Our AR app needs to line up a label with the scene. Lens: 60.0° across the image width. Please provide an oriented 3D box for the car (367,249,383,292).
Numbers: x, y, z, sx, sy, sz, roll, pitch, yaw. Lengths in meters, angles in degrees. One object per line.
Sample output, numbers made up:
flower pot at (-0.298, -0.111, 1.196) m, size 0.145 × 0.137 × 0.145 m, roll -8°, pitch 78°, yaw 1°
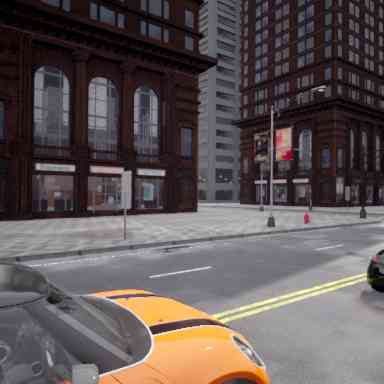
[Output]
car at (5.916, 1.576, 7.681) m, size 4.181 × 1.385 × 1.994 m, roll 0°, pitch 0°, yaw -35°

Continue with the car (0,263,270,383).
car at (-1.512, 1.352, 2.360) m, size 4.553 × 1.767 × 2.097 m, roll 0°, pitch 0°, yaw -36°
